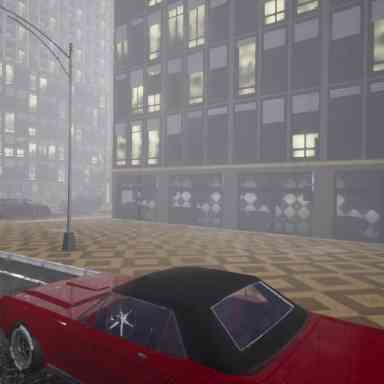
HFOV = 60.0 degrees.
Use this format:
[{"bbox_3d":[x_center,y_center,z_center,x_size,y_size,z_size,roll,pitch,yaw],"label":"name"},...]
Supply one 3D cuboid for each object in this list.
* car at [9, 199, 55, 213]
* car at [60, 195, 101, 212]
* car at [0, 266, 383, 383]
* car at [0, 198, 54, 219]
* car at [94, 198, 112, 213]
[{"bbox_3d":[-19.211,1.641,40.138,1.752,1.417,4.829,1,0,37],"label":"car"},{"bbox_3d":[-14.052,1.424,42.717,2.150,2.045,5.566,1,0,37],"label":"car"},{"bbox_3d":[-0.333,1.600,3.927,4.718,1.301,1.895,0,0,36],"label":"car"},{"bbox_3d":[-15.737,1.517,30.754,2.192,1.841,5.009,1,0,37],"label":"car"},{"bbox_3d":[-8.916,1.828,39.949,1.752,1.417,4.829,1,0,37],"label":"car"}]
